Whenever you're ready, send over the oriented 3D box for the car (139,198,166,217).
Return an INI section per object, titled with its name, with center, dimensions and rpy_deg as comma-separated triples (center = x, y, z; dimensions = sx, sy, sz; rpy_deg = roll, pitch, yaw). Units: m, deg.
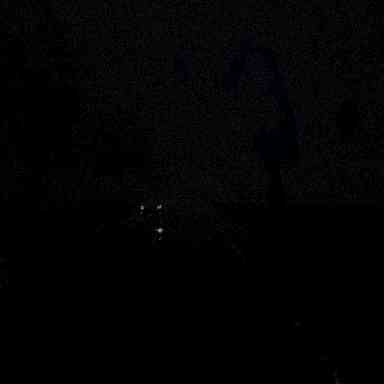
[car]
center = -3.593, 1.336, 30.897
dimensions = 2.097, 1.767, 4.553
rpy_deg = 0, 0, 0
